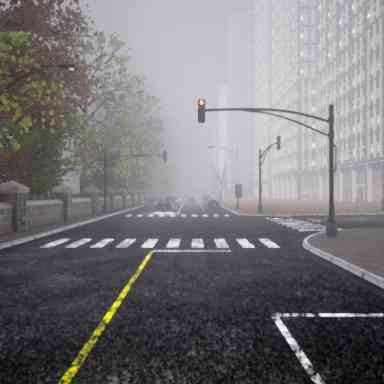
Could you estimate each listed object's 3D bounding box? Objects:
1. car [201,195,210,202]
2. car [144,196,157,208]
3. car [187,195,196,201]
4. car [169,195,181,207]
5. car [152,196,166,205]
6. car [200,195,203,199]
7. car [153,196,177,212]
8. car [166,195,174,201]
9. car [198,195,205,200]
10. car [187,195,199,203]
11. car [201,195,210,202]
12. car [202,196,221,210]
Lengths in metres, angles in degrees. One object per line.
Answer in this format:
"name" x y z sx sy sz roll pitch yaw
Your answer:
"car" 3.085 1.542 76.875 1.812 1.442 4.674 0 0 0
"car" -5.729 1.578 47.188 1.802 1.307 4.206 0 0 0
"car" -0.066 1.433 78.847 2.033 1.411 5.357 0 0 0
"car" -3.136 1.353 50.110 2.097 1.767 4.553 0 0 0
"car" -5.737 1.442 58.454 1.967 1.590 4.097 0 0 0
"car" 2.647 1.564 52.828 1.947 1.339 4.313 0 0 0
"car" -3.131 1.559 39.228 1.994 1.385 4.181 0 0 0
"car" -5.762 1.572 86.615 1.887 1.381 4.507 0 0 0
"car" 2.614 1.585 92.254 2.008 1.369 4.403 0 0 0
"car" -0.059 1.535 69.263 1.812 1.442 4.674 0 0 0
"car" 2.652 1.562 47.195 1.947 1.339 4.313 0 0 0
"car" 2.656 1.561 41.563 1.947 1.339 4.313 0 0 0
